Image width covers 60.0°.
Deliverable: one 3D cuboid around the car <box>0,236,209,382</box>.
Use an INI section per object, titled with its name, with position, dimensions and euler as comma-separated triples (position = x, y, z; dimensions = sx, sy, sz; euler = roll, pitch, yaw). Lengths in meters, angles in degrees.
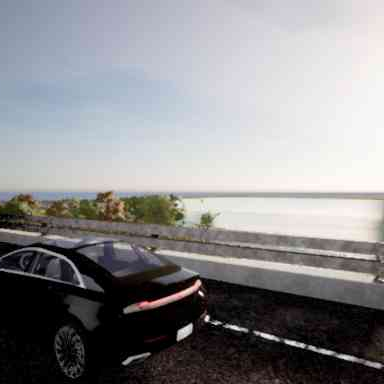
[car]
position = -2.057, 1.500, 5.482
dimensions = 4.902, 1.511, 2.128
euler = 0, 0, 36
